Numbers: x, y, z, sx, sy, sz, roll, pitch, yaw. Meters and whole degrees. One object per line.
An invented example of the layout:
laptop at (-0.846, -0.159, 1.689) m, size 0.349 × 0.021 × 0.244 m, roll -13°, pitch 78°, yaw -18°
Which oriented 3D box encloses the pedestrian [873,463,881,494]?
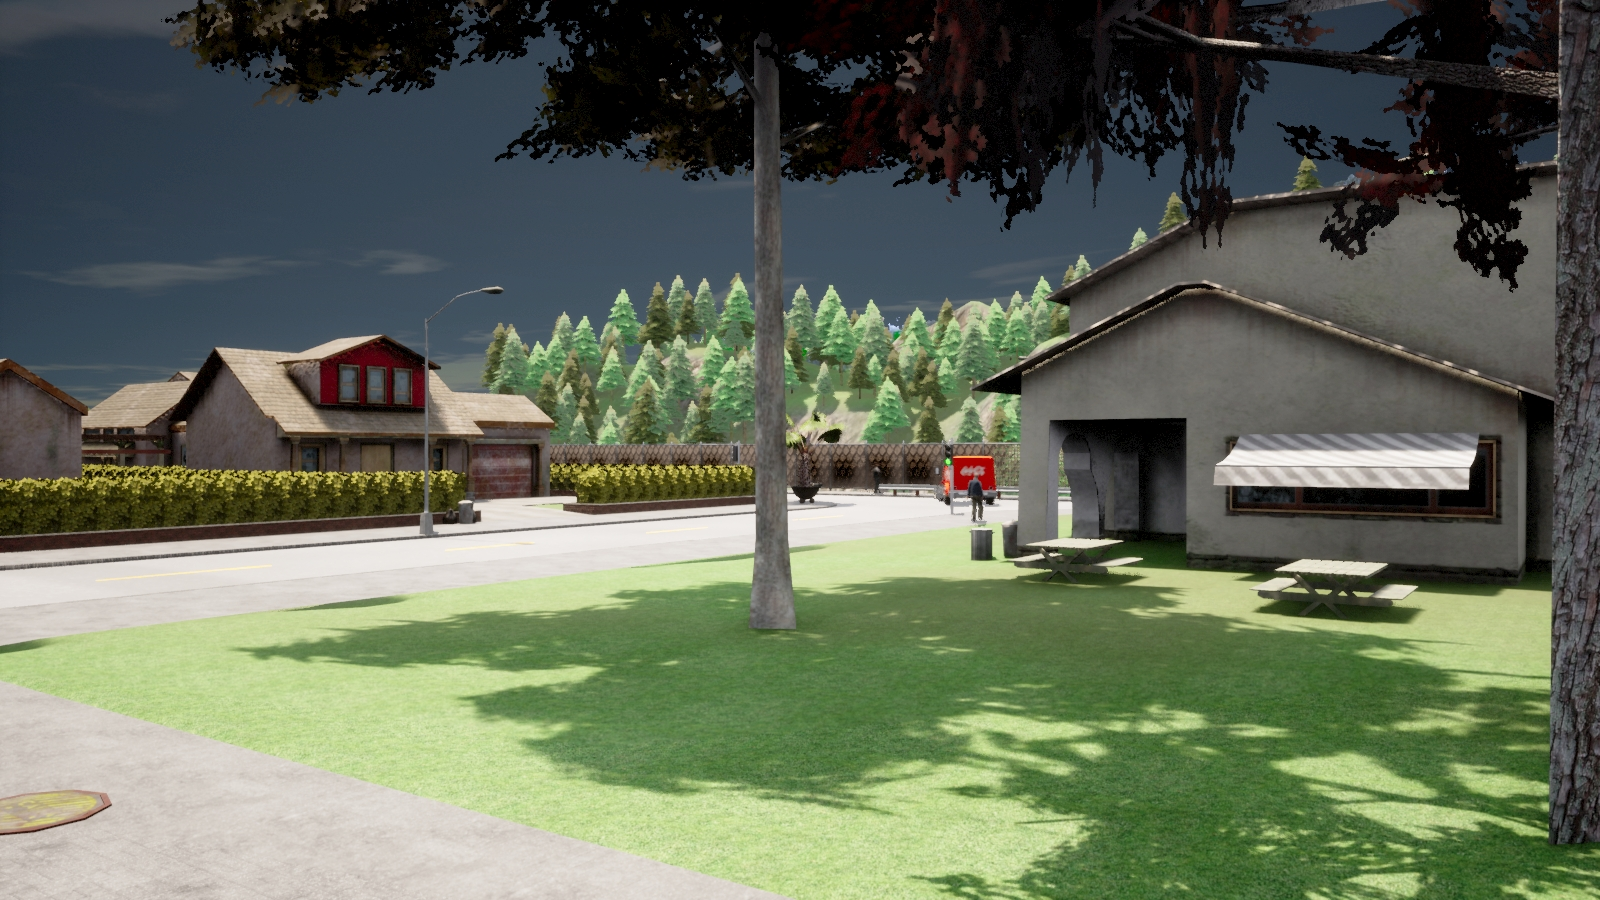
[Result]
pedestrian at (4.672, 1.745, 69.586) m, size 0.375 × 1.860 × 0.375 m, roll 0°, pitch 0°, yaw -17°

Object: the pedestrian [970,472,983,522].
pedestrian at (6.564, 1.737, 42.511) m, size 0.375 × 1.860 × 0.375 m, roll 0°, pitch 0°, yaw 35°

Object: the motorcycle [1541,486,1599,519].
motorcycle at (32.083, 2.155, 47.262) m, size 2.356 × 1.307 × 0.764 m, roll 0°, pitch 0°, yaw 35°

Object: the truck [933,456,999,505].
truck at (8.640, 1.562, 59.960) m, size 2.627 × 2.467 × 5.204 m, roll 0°, pitch 0°, yaw -1°
